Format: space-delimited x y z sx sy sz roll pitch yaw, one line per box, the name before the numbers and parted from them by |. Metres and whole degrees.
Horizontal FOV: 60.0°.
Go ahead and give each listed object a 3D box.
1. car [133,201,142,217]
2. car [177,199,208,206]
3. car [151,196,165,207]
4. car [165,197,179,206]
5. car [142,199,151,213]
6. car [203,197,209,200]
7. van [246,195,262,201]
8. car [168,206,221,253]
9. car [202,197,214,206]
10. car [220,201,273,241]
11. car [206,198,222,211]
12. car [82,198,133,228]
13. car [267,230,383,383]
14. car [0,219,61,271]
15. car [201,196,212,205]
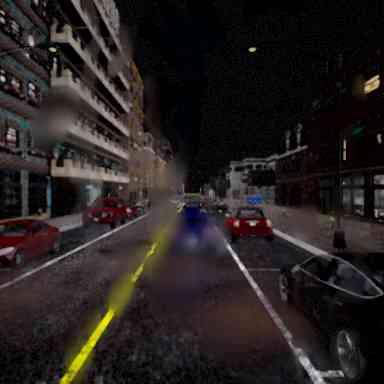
car | -5.695 1.451 27.971 1.967 1.590 4.097 0 0 0
car | 0.047 1.575 28.188 1.994 1.385 4.181 0 0 1
car | -5.695 1.601 50.758 1.947 1.339 4.313 0 0 0
car | -3.050 1.646 57.326 1.895 1.301 4.718 0 0 1
car | -5.695 1.566 33.668 2.008 1.369 4.403 0 0 0
car | 2.685 1.571 45.055 1.887 1.381 4.507 0 0 0
van | 14.659 1.489 78.609 3.998 1.788 1.690 0 0 0
car | 0.051 1.529 13.618 1.812 1.442 4.674 0 0 0
car | 2.686 1.588 56.449 1.887 1.381 4.507 0 0 0
car | 2.685 1.444 16.573 1.967 1.590 4.097 0 0 0
car | 2.686 1.566 33.663 2.008 1.369 4.403 0 0 0
car | -5.696 1.323 22.274 2.192 1.841 5.009 0 0 0
car | 2.686 1.566 5.180 1.947 1.339 4.313 0 0 0
car | -5.695 1.585 10.880 1.802 1.307 4.206 0 0 0
car | 2.686 1.578 62.316 1.752 1.417 4.829 0 0 0
